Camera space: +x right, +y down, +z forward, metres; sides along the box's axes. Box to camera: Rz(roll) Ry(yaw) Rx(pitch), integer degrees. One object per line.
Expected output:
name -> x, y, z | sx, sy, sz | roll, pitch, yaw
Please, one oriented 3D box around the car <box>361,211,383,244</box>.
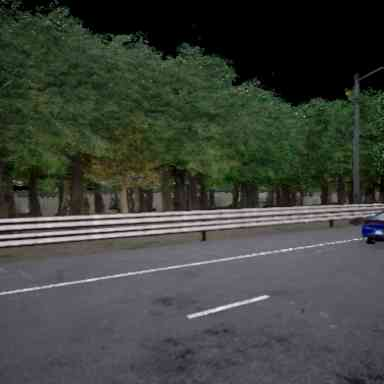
car -> 9.478, 1.475, 14.645 | 5.008, 1.535, 1.882 | 0, 0, -34
